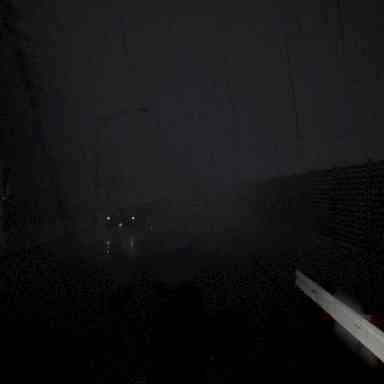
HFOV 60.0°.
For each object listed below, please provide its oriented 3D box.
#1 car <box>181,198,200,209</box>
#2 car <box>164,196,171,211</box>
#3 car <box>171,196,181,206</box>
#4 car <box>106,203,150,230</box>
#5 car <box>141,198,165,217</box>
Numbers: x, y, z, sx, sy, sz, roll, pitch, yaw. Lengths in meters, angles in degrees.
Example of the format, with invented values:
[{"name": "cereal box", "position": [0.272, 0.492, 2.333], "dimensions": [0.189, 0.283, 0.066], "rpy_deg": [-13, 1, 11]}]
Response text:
[{"name": "car", "position": [0.000, 1.515, 45.417], "dimensions": [2.033, 1.411, 5.357], "rpy_deg": [0, 0, -4]}, {"name": "car", "position": [-3.991, 1.534, 41.048], "dimensions": [1.994, 1.385, 4.181], "rpy_deg": [0, 0, 0]}, {"name": "car", "position": [-3.890, 1.439, 55.111], "dimensions": [5.008, 1.535, 1.882], "rpy_deg": [0, 0, 40]}, {"name": "car", "position": [-4.088, 1.585, 21.300], "dimensions": [1.895, 1.301, 4.718], "rpy_deg": [0, 0, 0]}, {"name": "car", "position": [-4.046, 1.525, 31.062], "dimensions": [2.033, 1.411, 5.357], "rpy_deg": [0, 0, 0]}]
